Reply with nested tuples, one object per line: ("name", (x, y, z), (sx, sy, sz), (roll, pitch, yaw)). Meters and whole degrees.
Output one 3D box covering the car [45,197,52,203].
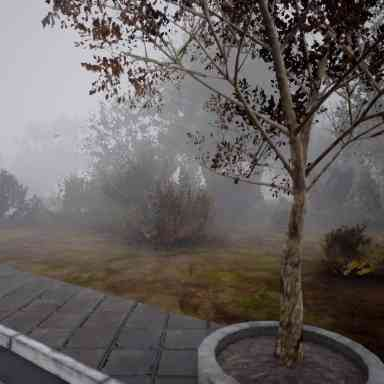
("car", (-18.400, 1.269, 41.689), (2.033, 1.411, 5.357), (1, 0, 32))
